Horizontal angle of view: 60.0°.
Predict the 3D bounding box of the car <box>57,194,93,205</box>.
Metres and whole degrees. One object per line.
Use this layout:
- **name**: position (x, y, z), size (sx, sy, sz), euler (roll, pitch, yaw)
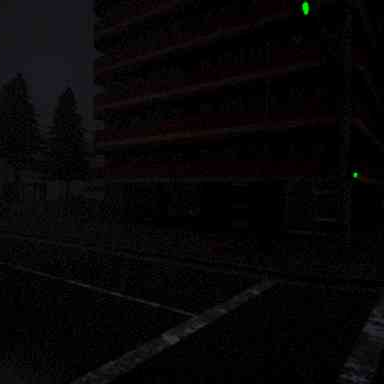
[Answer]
- **car**: position (-14.483, 1.018, 41.840), size (2.097, 1.767, 4.553), euler (1, 0, 36)
